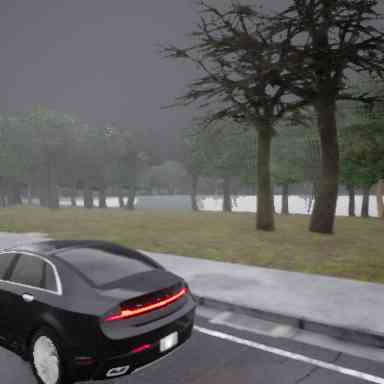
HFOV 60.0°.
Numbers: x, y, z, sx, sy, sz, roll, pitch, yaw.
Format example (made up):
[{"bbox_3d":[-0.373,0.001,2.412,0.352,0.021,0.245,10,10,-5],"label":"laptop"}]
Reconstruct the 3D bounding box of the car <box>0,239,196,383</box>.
[{"bbox_3d":[-2.219,1.518,5.273,4.892,1.490,1.837,-1,-1,36],"label":"car"}]
